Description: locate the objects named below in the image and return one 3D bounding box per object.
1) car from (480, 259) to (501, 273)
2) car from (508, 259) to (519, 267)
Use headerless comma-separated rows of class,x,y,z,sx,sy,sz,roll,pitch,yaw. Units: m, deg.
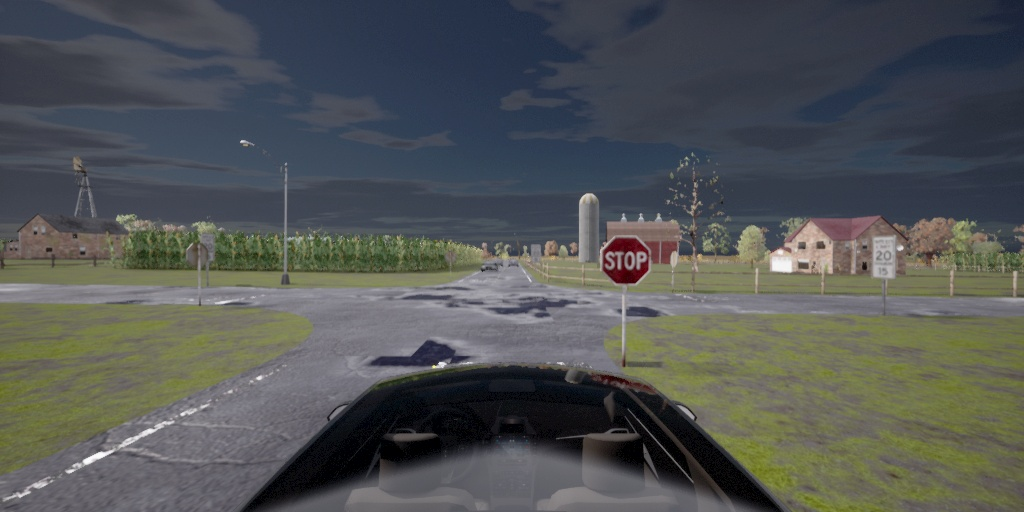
car,-2.705,1.273,43.666,1.994,1.385,4.181,0,0,0
car,0.261,1.255,63.396,2.033,1.411,5.357,0,0,1
